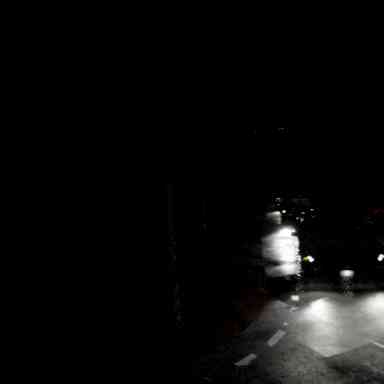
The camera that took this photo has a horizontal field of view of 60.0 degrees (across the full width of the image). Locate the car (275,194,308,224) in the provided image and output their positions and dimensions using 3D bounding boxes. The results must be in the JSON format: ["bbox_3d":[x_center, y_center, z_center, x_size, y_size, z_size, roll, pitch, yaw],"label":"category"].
[{"bbox_3d":[6.225,1.048,20.089,1.895,1.301,4.718,-4,0,13],"label":"car"}]

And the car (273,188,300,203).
[{"bbox_3d":[8.566,0.579,30.115,2.097,1.767,4.553,-4,0,13],"label":"car"}]

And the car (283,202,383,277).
[{"bbox_3d":[3.836,1.227,9.443,2.033,1.411,5.357,-4,0,15],"label":"car"}]

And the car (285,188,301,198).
[{"bbox_3d":[16.623,0.103,55.094,1.837,1.490,4.892,-4,0,9],"label":"car"}]

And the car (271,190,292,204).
[{"bbox_3d":[10.969,0.561,41.110,2.033,1.411,5.357,-4,0,11],"label":"car"}]

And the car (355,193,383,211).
[{"bbox_3d":[8.297,0.790,14.746,1.882,1.535,5.008,-4,0,13],"label":"car"}]
